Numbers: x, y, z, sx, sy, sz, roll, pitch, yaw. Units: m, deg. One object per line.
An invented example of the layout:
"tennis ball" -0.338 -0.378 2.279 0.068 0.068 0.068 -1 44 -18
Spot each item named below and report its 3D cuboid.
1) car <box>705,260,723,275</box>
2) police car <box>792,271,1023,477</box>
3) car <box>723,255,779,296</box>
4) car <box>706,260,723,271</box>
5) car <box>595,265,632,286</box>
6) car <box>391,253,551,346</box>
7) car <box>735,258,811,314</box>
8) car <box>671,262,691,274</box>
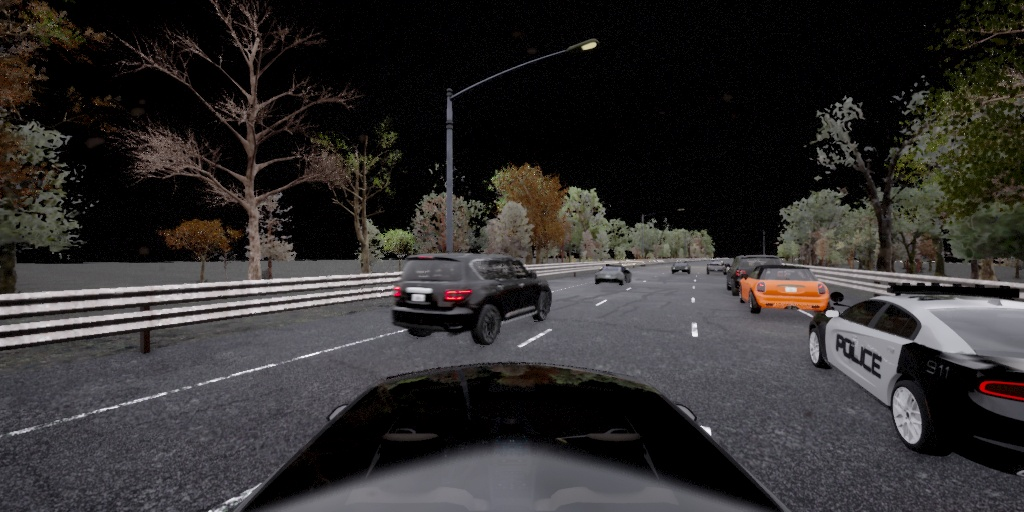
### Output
"car" 22.407 1.257 39.332 2.128 1.511 4.902 0 0 29
"police car" 5.603 1.174 4.695 1.930 1.638 5.238 0 0 26
"car" 12.626 0.976 18.758 2.150 2.045 5.566 0 0 27
"car" 28.853 1.328 50.974 2.033 1.411 5.357 0 0 30
"car" 7.374 1.317 25.867 1.994 1.385 4.181 0 0 27
"car" -0.743 0.968 9.796 2.150 2.045 5.566 0 0 26
"car" 9.918 1.101 13.421 2.097 1.767 4.553 0 0 27
"car" 19.294 1.365 40.810 1.895 1.301 4.718 0 0 29
